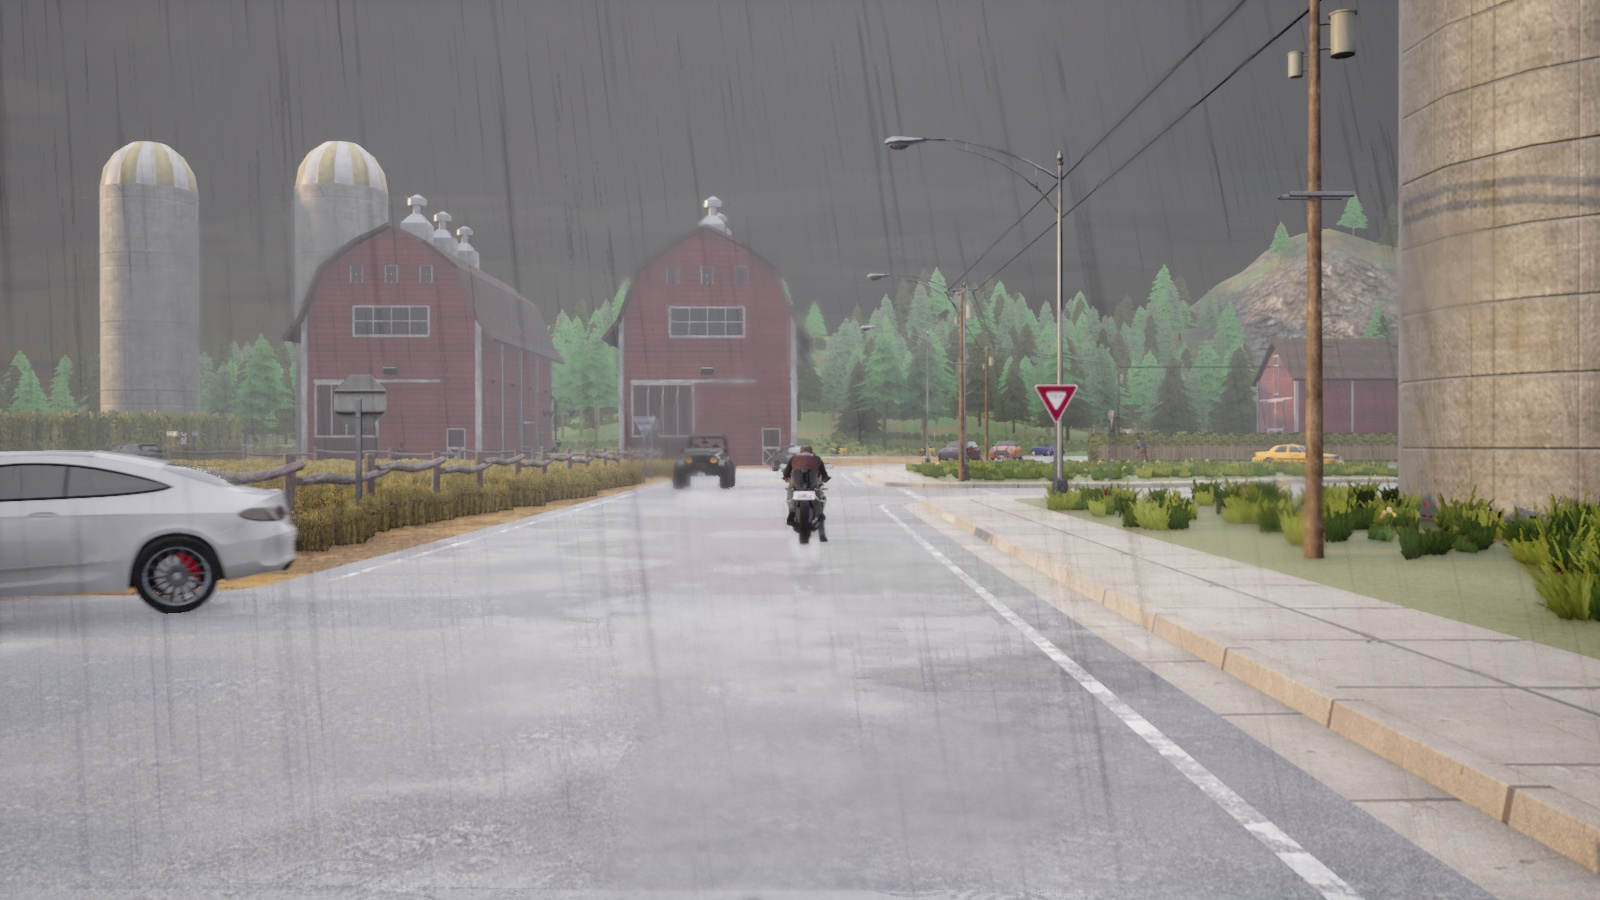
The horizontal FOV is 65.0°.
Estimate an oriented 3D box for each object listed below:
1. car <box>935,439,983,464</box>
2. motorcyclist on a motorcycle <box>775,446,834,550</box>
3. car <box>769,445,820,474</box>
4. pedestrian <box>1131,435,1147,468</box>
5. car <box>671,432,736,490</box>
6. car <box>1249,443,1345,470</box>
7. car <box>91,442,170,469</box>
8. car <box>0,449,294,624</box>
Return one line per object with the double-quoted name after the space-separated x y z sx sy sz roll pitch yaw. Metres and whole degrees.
11.662 0.113 91.854 2.097 1.767 4.553 0 0 26 "car"
0.093 0.697 19.554 0.866 1.530 2.191 0 0 2 "motorcyclist on a motorcycle"
-0.332 0.476 67.039 1.812 1.442 4.674 0 0 -12 "car"
20.069 0.098 74.307 0.788 1.949 0.423 0 0 -1 "pedestrian"
-3.240 0.355 42.908 1.905 1.878 3.866 0 0 0 "car"
30.359 0.379 76.846 1.801 1.575 5.366 -1 1 -36 "car"
-40.851 0.313 76.613 4.856 1.649 2.033 0 1 31 "car"
-7.109 0.718 11.244 4.674 1.442 1.812 0 1 -26 "car"
